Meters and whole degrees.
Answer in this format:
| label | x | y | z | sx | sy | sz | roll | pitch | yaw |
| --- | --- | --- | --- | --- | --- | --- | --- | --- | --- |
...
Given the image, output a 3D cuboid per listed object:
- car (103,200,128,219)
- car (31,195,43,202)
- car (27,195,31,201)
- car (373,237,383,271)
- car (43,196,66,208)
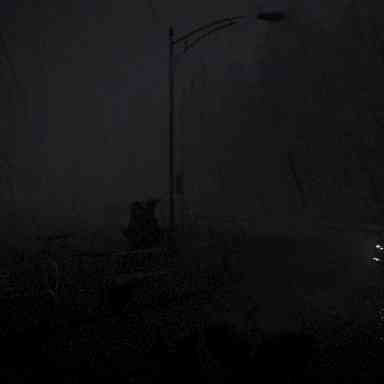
| label | x | y | z | sx | sy | sz | roll | pitch | yaw |
| --- | --- | --- | --- | --- | --- | --- | --- | --- | --- |
| car | -6.132 | 1.454 | 28.780 | 2.128 | 1.511 | 4.902 | 0 | 0 | -35 |
| car | -34.073 | 1.487 | 75.074 | 2.033 | 1.411 | 5.357 | 0 | 0 | -35 |
| car | -40.116 | 1.415 | 83.558 | 2.128 | 1.511 | 4.902 | 0 | 0 | -35 |
| car | 7.084 | 1.454 | 9.535 | 4.902 | 1.511 | 2.128 | 0 | 0 | -35 |
| car | -19.433 | 1.440 | 47.570 | 1.882 | 1.535 | 5.008 | 0 | 0 | -35 |
